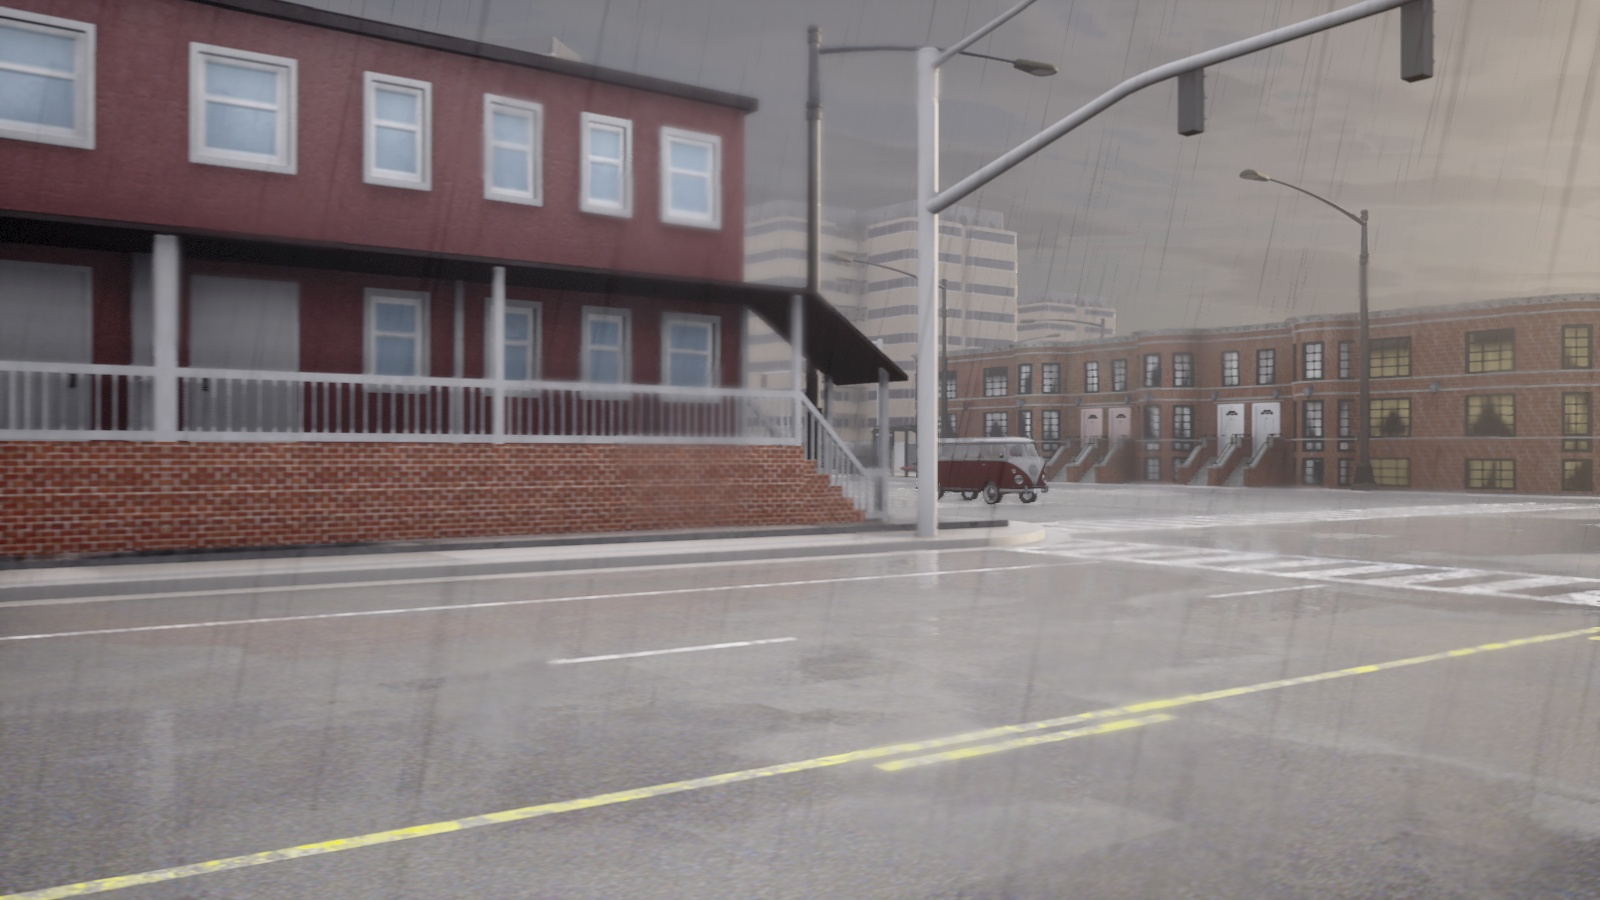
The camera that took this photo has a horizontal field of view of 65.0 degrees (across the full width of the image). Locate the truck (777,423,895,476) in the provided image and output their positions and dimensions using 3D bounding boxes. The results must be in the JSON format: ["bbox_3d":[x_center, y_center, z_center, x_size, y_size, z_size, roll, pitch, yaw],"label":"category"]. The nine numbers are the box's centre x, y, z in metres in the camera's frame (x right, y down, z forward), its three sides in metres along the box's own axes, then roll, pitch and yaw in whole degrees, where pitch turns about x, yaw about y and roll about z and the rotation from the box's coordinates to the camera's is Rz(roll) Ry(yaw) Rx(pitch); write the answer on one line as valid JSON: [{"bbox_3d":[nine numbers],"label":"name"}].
[{"bbox_3d":[2.539,-0.025,86.189,7.936,3.462,2.891,0,0,-35],"label":"truck"}]

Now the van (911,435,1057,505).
[{"bbox_3d":[5.467,0.581,37.842,1.775,1.987,4.442,0,0,-35],"label":"van"}]
